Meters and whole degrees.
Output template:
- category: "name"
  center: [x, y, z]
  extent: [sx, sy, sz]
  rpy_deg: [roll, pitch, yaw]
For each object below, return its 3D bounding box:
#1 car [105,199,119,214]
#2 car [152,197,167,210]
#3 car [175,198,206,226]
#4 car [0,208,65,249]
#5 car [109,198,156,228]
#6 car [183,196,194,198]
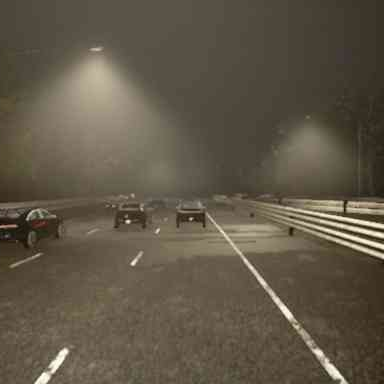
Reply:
- category: "car"
  center: [-7.304, 1.359, 33.297]
  extent: [2.033, 1.411, 5.357]
  rpy_deg: [0, 0, -1]
- category: "car"
  center: [-3.935, 1.276, 38.449]
  extent: [2.128, 1.511, 4.902]
  rpy_deg: [0, 0, -1]
- category: "car"
  center: [-0.089, 1.362, 21.796]
  extent: [2.128, 1.511, 4.902]
  rpy_deg: [0, 0, -1]
- category: "car"
  center: [-6.989, 1.408, 14.017]
  extent: [2.128, 1.511, 4.902]
  rpy_deg: [0, 0, -1]
- category: "car"
  center: [-3.574, 1.382, 20.857]
  extent: [1.837, 1.490, 4.892]
  rpy_deg: [0, 0, -1]
- category: "car"
  center: [-0.436, 1.287, 38.546]
  extent: [1.837, 1.490, 4.892]
  rpy_deg: [0, 0, -1]
